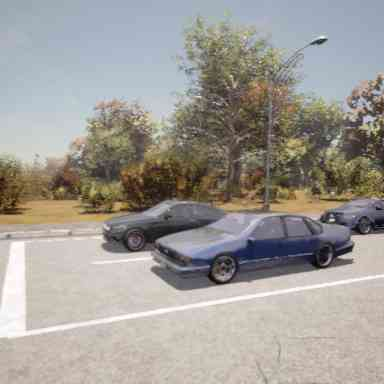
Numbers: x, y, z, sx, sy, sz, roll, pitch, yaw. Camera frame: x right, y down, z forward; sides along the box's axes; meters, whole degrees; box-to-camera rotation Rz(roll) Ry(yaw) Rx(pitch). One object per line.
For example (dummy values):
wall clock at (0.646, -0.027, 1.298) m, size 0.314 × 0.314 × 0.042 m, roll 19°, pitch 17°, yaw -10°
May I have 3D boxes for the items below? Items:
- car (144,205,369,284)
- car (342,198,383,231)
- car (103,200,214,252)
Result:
car at (1.743, 1.194, 8.480) m, size 5.357 × 1.411 × 2.033 m, roll 0°, pitch 3°, yaw -27°
car at (7.773, 0.973, 14.624) m, size 4.181 × 1.385 × 1.994 m, roll -1°, pitch 3°, yaw -19°
car at (-0.594, 1.009, 11.189) m, size 4.674 × 1.442 × 1.812 m, roll 0°, pitch 3°, yaw -24°
